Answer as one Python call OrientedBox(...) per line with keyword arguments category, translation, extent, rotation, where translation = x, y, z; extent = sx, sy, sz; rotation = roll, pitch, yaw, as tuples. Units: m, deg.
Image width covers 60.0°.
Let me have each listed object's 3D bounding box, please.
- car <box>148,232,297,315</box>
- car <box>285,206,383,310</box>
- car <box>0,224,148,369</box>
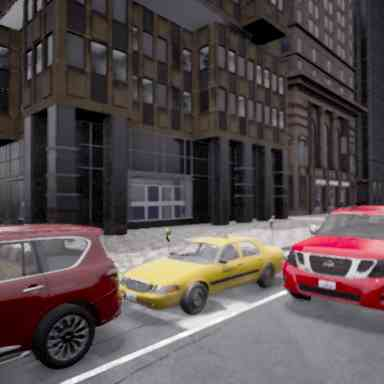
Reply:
OrientedBox(category="car", translation=(0.527, 1.688, 8.038), extent=(1.752, 1.417, 4.829), rotation=(-1, -2, 44))
OrientedBox(category="car", translation=(4.350, 1.370, 8.041), extent=(2.150, 2.045, 5.566), rotation=(-1, -2, 44))
OrientedBox(category="car", translation=(-3.248, 1.416, 4.113), extent=(2.192, 1.841, 5.009), rotation=(-1, -2, 44))
